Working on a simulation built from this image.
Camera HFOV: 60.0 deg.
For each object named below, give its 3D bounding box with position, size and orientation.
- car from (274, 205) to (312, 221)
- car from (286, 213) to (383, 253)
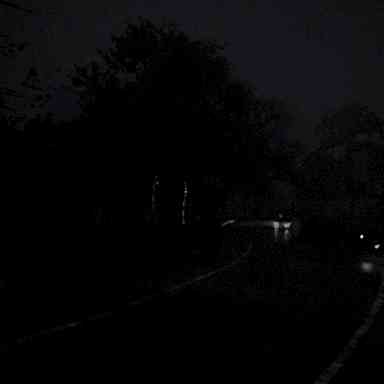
[{"bbox_3d":[9.862,2.025,32.317,4.902,1.511,2.128,2,-1,-45],"label":"car"},{"bbox_3d":[6.637,1.856,15.275,1.895,1.301,4.718,1,-1,-19],"label":"car"}]
